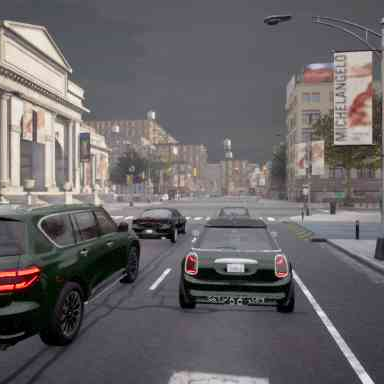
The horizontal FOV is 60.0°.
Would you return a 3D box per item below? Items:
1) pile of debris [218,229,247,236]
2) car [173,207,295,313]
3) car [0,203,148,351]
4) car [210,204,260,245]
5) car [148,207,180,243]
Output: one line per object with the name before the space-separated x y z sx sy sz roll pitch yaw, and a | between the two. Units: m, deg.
pile of debris | 2.206 2.175 18.015 1.500 0.140 1.860 0 0 8
car | 1.015 1.352 7.930 2.097 1.767 4.553 0 0 7
car | -2.665 1.221 6.563 2.150 2.045 5.566 0 0 6
car | 2.149 1.489 16.779 2.128 1.511 4.902 0 0 7
car | -1.447 1.478 16.237 1.882 1.535 5.008 0 0 8
